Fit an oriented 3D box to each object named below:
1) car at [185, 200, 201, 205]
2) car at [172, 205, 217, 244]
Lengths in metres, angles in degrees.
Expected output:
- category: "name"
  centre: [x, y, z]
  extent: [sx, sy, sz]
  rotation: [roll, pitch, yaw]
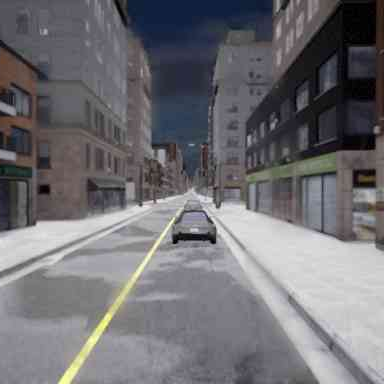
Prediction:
- category: "car"
  centre: [0.098, 1.517, 31.929]
  extent: [2.033, 1.411, 5.357]
  rotation: [0, 0, 0]
- category: "car"
  centre: [0.098, 1.552, 15.830]
  extent: [1.994, 1.385, 4.181]
  rotation: [0, 0, 0]
